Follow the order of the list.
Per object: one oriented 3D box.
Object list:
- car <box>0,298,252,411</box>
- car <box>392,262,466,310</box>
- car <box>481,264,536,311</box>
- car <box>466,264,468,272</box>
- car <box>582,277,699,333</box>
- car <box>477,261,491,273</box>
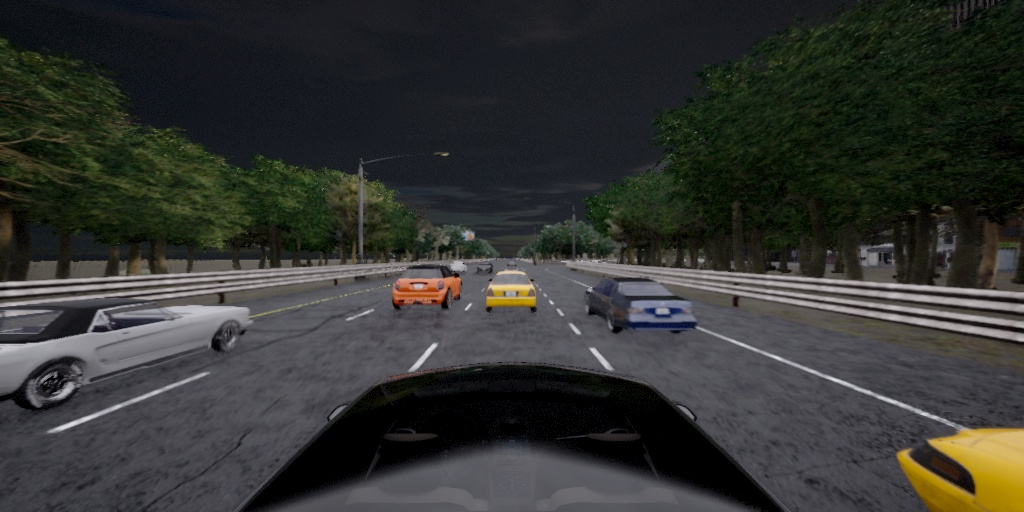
[{"bbox_3d":[-6.905,1.369,6.084,1.895,1.301,4.718,0,0,0],"label":"car"},{"bbox_3d":[-3.404,1.157,15.201,2.097,1.767,4.553,0,0,0],"label":"car"},{"bbox_3d":[-0.025,1.258,14.569,1.801,1.575,5.366,0,0,0],"label":"car"},{"bbox_3d":[-6.907,1.455,46.161,1.812,1.442,4.674,0,0,0],"label":"car"},{"bbox_3d":[3.497,1.334,10.846,2.033,1.411,5.357,0,0,0],"label":"car"},{"bbox_3d":[-3.409,1.421,46.152,2.128,1.511,4.902,0,0,0],"label":"car"}]
